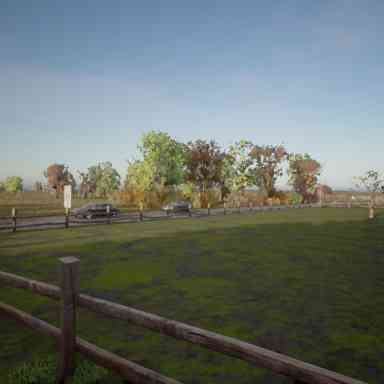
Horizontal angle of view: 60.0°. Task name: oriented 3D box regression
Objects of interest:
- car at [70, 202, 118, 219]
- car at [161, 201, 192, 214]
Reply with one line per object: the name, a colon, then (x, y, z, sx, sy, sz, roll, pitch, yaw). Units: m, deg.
car: (-9.408, 1.795, 32.329, 1.837, 1.490, 4.892, 1, -1, 35)
car: (-1.953, 1.964, 42.805, 2.128, 1.511, 4.902, 1, 0, 36)
